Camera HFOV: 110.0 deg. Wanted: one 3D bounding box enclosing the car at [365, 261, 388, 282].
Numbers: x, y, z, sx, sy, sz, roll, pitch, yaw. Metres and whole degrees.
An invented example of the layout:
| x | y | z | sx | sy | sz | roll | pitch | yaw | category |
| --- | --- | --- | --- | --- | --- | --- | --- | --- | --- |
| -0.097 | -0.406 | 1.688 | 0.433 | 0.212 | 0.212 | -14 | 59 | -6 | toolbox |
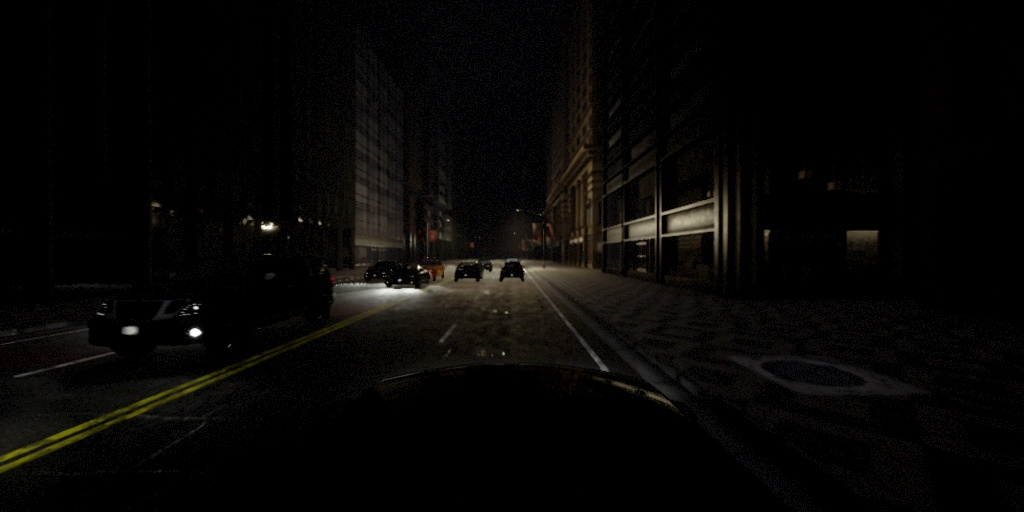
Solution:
| x | y | z | sx | sy | sz | roll | pitch | yaw | category |
| --- | --- | --- | --- | --- | --- | --- | --- | --- | --- |
| -9.755 | 1.137 | 27.870 | 1.837 | 1.490 | 4.892 | 0 | 0 | 0 | car |

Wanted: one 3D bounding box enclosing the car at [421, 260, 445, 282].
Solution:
| x | y | z | sx | sy | sz | roll | pitch | yaw | category |
| --- | --- | --- | --- | --- | --- | --- | --- | --- | --- |
| -6.505 | 1.024 | 27.967 | 1.882 | 1.535 | 5.008 | 0 | 0 | 0 | car |

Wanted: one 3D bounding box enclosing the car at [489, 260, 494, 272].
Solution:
| x | y | z | sx | sy | sz | roll | pitch | yaw | category |
| --- | --- | --- | --- | --- | --- | --- | --- | --- | --- |
| -3.208 | 1.107 | 41.741 | 2.033 | 1.411 | 5.357 | 0 | 0 | 1 | car |

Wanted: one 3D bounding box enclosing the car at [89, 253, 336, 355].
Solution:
| x | y | z | sx | sy | sz | roll | pitch | yaw | category |
| --- | --- | --- | --- | --- | --- | --- | --- | --- | --- |
| -6.595 | 0.942 | 8.964 | 2.150 | 2.045 | 5.566 | 0 | 0 | 0 | car |

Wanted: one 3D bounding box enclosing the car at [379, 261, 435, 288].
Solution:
| x | y | z | sx | sy | sz | roll | pitch | yaw | category |
| --- | --- | --- | --- | --- | --- | --- | --- | --- | --- |
| -6.572 | 1.214 | 22.981 | 1.994 | 1.385 | 4.181 | 0 | 0 | 0 | car |

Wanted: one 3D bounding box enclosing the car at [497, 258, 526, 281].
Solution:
| x | y | z | sx | sy | sz | roll | pitch | yaw | category |
| --- | --- | --- | --- | --- | --- | --- | --- | --- | --- |
| 0.007 | 1.152 | 27.991 | 1.812 | 1.442 | 4.674 | 0 | 0 | 0 | car |

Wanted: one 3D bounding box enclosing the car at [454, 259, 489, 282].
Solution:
| x | y | z | sx | sy | sz | roll | pitch | yaw | category |
| --- | --- | --- | --- | --- | --- | --- | --- | --- | --- |
| -3.242 | 1.120 | 27.670 | 2.128 | 1.511 | 4.902 | 0 | 0 | 0 | car |
